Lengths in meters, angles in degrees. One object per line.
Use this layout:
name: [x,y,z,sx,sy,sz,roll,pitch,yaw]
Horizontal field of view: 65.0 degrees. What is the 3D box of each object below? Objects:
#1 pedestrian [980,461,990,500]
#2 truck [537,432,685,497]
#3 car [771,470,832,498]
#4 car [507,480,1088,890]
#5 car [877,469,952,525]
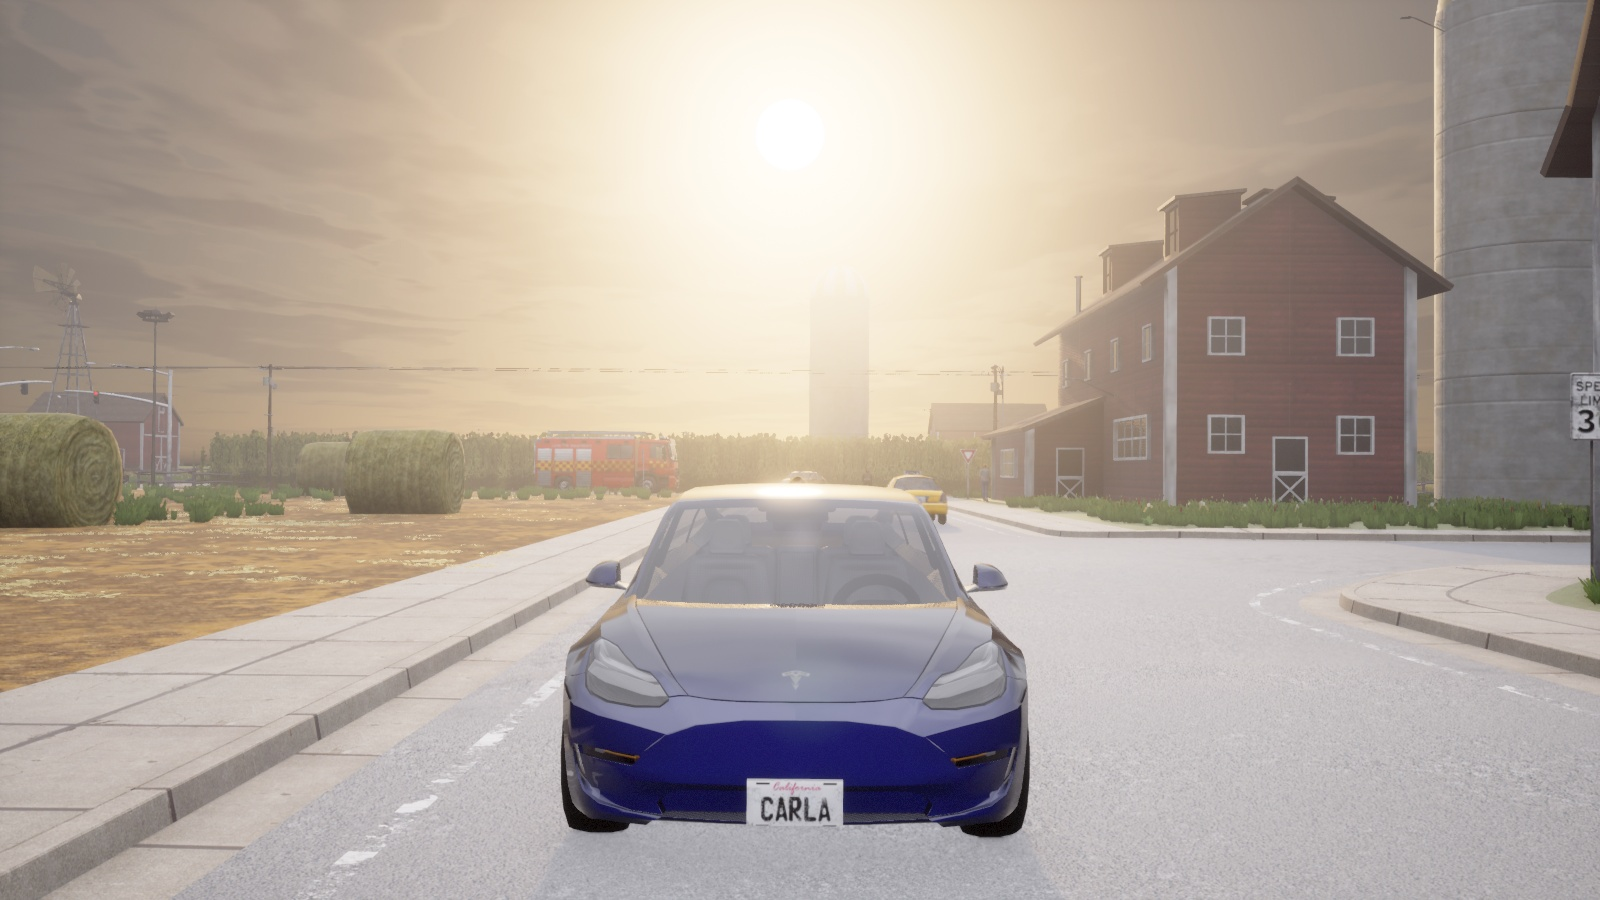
pedestrian: [8.713,1.430,59.217,0.354,1.836,0.706,0,-1,0]
truck: [-11.359,0.889,76.039,8.468,3.827,2.891,0,-1,1]
car: [0.141,1.937,72.321,2.128,1.511,4.902,0,-1,18]
car: [-0.012,0.931,7.078,2.163,1.488,4.792,0,-1,0]
car: [3.411,1.370,38.286,1.801,1.575,5.366,0,-1,0]
